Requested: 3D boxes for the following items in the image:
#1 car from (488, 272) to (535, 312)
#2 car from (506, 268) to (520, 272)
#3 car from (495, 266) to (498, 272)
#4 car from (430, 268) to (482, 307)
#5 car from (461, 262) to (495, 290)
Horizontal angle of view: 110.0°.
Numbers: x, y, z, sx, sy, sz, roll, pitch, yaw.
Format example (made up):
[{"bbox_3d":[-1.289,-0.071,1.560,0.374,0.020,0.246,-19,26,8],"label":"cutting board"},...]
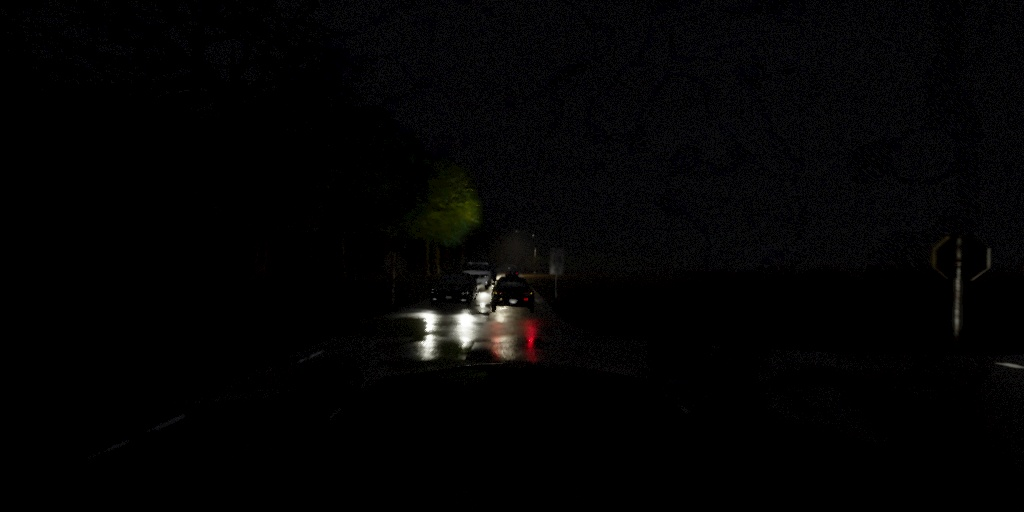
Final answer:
[{"bbox_3d":[0.034,1.663,16.517,1.812,1.442,4.674,2,-1,-1],"label":"car"},{"bbox_3d":[0.044,2.333,49.247,2.033,1.411,5.357,2,-1,0],"label":"car"},{"bbox_3d":[-2.762,1.715,39.244,2.150,2.045,5.566,2,-1,-1],"label":"car"},{"bbox_3d":[-2.766,1.544,17.833,1.882,1.535,5.008,2,-1,-1],"label":"car"},{"bbox_3d":[-2.778,1.498,28.510,2.150,2.045,5.566,2,-1,-1],"label":"car"}]
